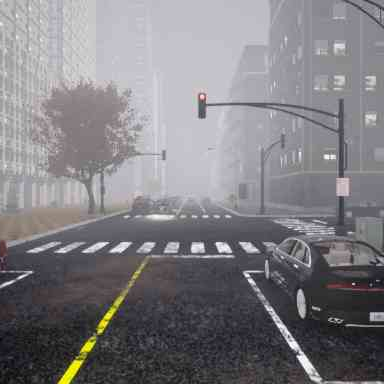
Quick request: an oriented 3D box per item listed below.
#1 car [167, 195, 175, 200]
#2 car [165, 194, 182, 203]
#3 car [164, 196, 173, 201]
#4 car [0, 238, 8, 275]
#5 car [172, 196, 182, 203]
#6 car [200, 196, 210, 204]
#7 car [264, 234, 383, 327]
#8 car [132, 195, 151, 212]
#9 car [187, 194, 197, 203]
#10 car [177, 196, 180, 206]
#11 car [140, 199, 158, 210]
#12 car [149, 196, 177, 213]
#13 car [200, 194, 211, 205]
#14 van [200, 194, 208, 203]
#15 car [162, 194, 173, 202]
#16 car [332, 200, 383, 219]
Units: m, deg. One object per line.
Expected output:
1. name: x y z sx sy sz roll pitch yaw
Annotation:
1. car: -5.814 1.654 94.552 2.008 1.369 4.403 0 0 0
2. car: -3.154 1.517 57.751 1.882 1.535 5.008 0 0 0
3. car: -5.800 1.632 83.507 2.008 1.369 4.403 0 0 0
4. car: -5.701 1.545 6.936 1.887 1.381 4.507 0 0 0
5. car: -3.090 1.533 69.299 1.882 1.535 5.008 0 0 0
6. car: 2.602 1.578 67.118 1.752 1.417 4.829 0 0 0
7. car: 2.679 1.551 6.946 2.008 1.369 4.403 0 0 0
8. car: -5.743 1.336 39.324 2.192 1.841 5.009 0 0 0
9. car: -0.089 1.602 68.653 2.033 1.411 5.357 0 0 0
10. car: -3.159 1.630 47.412 1.895 1.301 4.718 0 0 0
11. car: -5.750 1.592 44.847 1.947 1.339 4.313 0 0 0
12. car: -3.147 1.510 37.139 2.128 1.511 4.902 0 0 0
13. car: 2.610 1.610 61.425 1.947 1.339 4.313 0 0 0
14. van: 2.595 1.402 72.472 1.690 1.788 3.998 0 0 0
15. car: -5.793 1.385 77.983 2.192 1.841 5.009 0 0 0
16. car: 13.391 1.350 26.366 4.403 1.369 2.008 -1 1 -1
